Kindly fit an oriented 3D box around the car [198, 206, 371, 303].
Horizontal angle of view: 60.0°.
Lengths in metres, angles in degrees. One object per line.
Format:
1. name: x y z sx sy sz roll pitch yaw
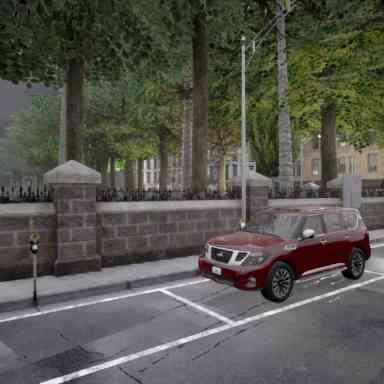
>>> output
1. car: 2.548 1.314 8.406 5.009 1.841 2.192 0 0 -36
